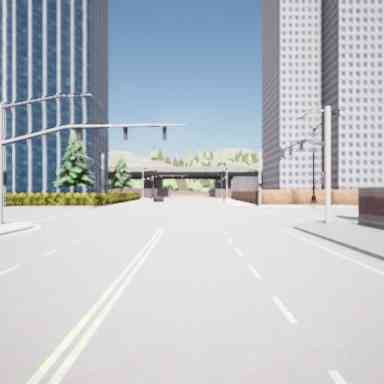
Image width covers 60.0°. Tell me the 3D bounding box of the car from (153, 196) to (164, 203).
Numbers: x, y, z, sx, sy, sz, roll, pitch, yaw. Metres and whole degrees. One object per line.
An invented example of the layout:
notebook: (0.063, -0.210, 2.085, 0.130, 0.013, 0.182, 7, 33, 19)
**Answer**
car: (-6.982, 1.473, 69.422, 1.994, 1.385, 4.181, 0, 0, 0)
